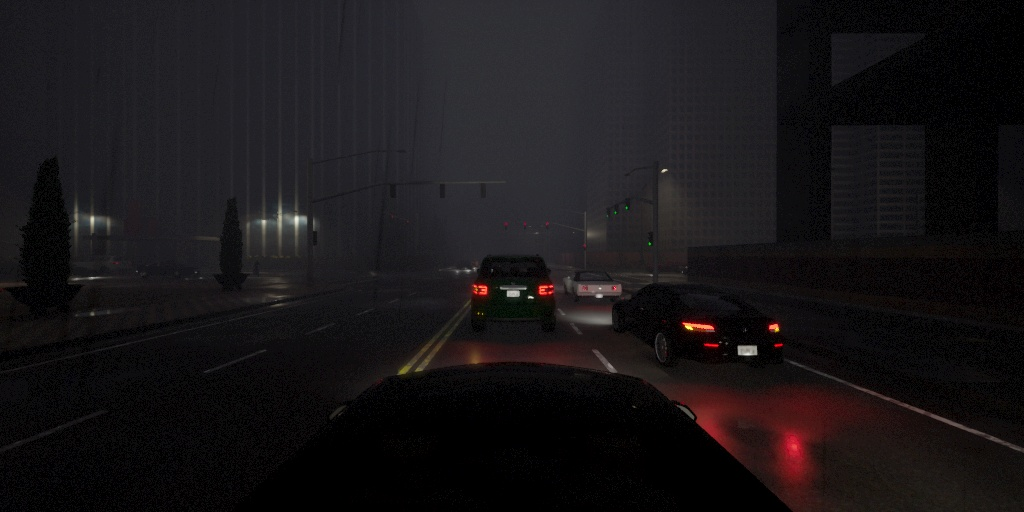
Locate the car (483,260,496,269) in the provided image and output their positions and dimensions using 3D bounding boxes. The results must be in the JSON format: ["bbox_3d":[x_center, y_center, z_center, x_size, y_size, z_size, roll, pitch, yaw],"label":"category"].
[{"bbox_3d":[-3.549,1.351,57.510,1.895,1.301,4.718,0,0,0],"label":"car"}]

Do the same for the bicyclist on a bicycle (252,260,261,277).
[{"bbox_3d":[-24.645,1.203,34.554,0.582,1.620,1.656,0,0,-13],"label":"bicyclist on a bicycle"}]

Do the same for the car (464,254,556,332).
[{"bbox_3d":[0.057,0.971,11.013,2.150,2.045,5.566,0,0,1],"label":"car"}]

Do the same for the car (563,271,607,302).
[{"bbox_3d":[3.593,1.351,16.932,1.895,1.301,4.718,0,0,0],"label":"car"}]

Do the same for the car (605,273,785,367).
[{"bbox_3d":[3.589,1.276,7.770,1.812,1.442,4.674,0,0,0],"label":"car"}]

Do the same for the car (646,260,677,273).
[{"bbox_3d":[17.808,1.227,40.681,5.008,1.535,1.882,0,0,0],"label":"car"}]

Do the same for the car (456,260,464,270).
[{"bbox_3d":[-7.059,1.275,53.730,1.812,1.442,4.674,0,0,0],"label":"car"}]

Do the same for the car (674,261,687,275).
[{"bbox_3d":[19.877,1.351,37.168,4.718,1.301,1.895,0,0,1],"label":"car"}]

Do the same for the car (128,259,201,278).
[{"bbox_3d":[-31.586,1.241,33.034,4.902,1.511,2.128,0,0,0],"label":"car"}]

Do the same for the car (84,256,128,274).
[{"bbox_3d":[-46.047,0.972,40.139,5.566,2.045,2.150,0,0,-1],"label":"car"}]

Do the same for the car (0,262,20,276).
[{"bbox_3d":[-50.679,1.314,36.566,4.181,1.385,1.994,0,0,3],"label":"car"}]

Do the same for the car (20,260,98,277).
[{"bbox_3d":[-41.554,1.314,32.987,4.181,1.385,1.994,0,0,0],"label":"car"}]
